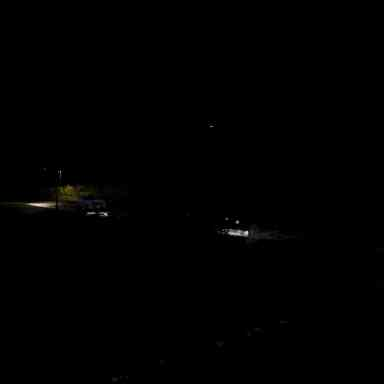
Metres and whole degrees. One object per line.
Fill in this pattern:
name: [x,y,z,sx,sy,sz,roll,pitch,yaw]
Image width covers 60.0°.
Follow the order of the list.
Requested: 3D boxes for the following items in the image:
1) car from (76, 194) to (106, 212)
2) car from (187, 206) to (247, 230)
car: [-12.337,1.321,40.428,2.150,2.045,5.566,-1,1,-35]
car: [1.503,1.607,21.450,1.994,1.385,4.181,-1,0,-38]
